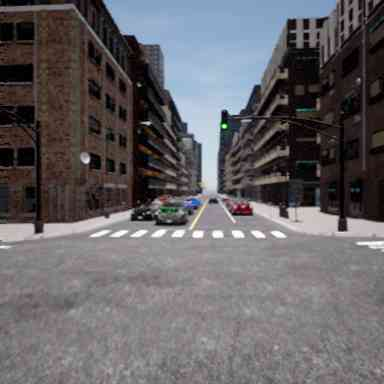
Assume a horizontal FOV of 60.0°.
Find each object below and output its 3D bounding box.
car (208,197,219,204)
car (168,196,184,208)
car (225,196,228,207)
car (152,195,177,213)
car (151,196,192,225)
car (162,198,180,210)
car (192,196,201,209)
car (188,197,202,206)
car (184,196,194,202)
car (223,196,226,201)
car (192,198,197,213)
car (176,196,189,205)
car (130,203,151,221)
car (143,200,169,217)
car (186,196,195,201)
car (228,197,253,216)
[{"bbox_3d":[4.261,1.598,66.082,1.994,1.385,4.181,0,0,4],"label":"car"},{"bbox_3d":[-2.424,1.482,50.331,1.967,1.590,4.097,0,0,4],"label":"car"},{"bbox_3d":[5.232,1.449,38.468,1.967,1.590,4.097,0,0,4],"label":"car"},{"bbox_3d":[-3.132,1.351,38.988,2.192,1.841,5.009,0,0,4],"label":"car"},{"bbox_3d":[-1.409,1.374,24.438,2.097,1.767,4.553,0,0,3],"label":"car"},{"bbox_3d":[-2.788,1.564,44.489,1.752,1.417,4.829,0,0,4],"label":"car"},{"bbox_3d":[-0.087,1.508,44.695,1.882,1.535,5.008,0,0,4],"label":"car"},{"bbox_3d":[0.578,1.584,55.243,2.033,1.411,5.357,0,0,4],"label":"car"},{"bbox_3d":[-0.656,1.615,78.687,2.008,1.369,4.403,0,0,4],"label":"car"},{"bbox_3d":[5.941,1.596,49.811,1.802,1.307,4.206,0,0,4],"label":"car"},{"bbox_3d":[-0.804,1.626,34.352,1.895,1.301,4.718,0,0,4],"label":"car"},{"bbox_3d":[-1.717,1.490,61.674,1.967,1.590,4.097,0,0,4],"label":"car"},{"bbox_3d":[-3.839,1.597,27.644,1.947,1.339,4.313,0,0,4],"label":"car"},{"bbox_3d":[-3.496,1.559,33.147,1.752,1.417,4.829,0,0,4],"label":"car"},{"bbox_3d":[-0.302,1.620,84.358,2.008,1.369,4.403,0,0,4],"label":"car"},{"bbox_3d":[4.878,1.446,32.796,1.967,1.590,4.097,0,0,4],"label":"car"}]
